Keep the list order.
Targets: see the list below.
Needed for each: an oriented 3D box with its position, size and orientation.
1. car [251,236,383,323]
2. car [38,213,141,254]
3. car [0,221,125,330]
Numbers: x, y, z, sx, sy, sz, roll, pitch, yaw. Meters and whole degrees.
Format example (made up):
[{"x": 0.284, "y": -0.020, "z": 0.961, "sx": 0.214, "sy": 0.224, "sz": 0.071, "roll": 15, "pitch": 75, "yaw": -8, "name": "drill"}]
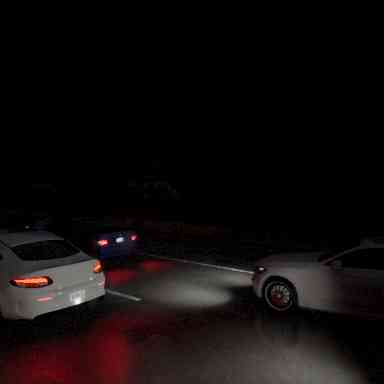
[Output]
[{"x": 3.356, "y": 1.525, "z": 5.898, "sx": 4.674, "sy": 1.442, "sz": 1.812, "roll": 0, "pitch": 0, "yaw": 36, "name": "car"}, {"x": -4.168, "y": 1.430, "z": 11.322, "sx": 5.357, "sy": 1.411, "sz": 2.033, "roll": 1, "pitch": 1, "yaw": 36, "name": "car"}, {"x": -3.696, "y": 1.455, "z": 6.663, "sx": 4.674, "sy": 1.442, "sz": 1.812, "roll": 1, "pitch": 1, "yaw": 36, "name": "car"}]
